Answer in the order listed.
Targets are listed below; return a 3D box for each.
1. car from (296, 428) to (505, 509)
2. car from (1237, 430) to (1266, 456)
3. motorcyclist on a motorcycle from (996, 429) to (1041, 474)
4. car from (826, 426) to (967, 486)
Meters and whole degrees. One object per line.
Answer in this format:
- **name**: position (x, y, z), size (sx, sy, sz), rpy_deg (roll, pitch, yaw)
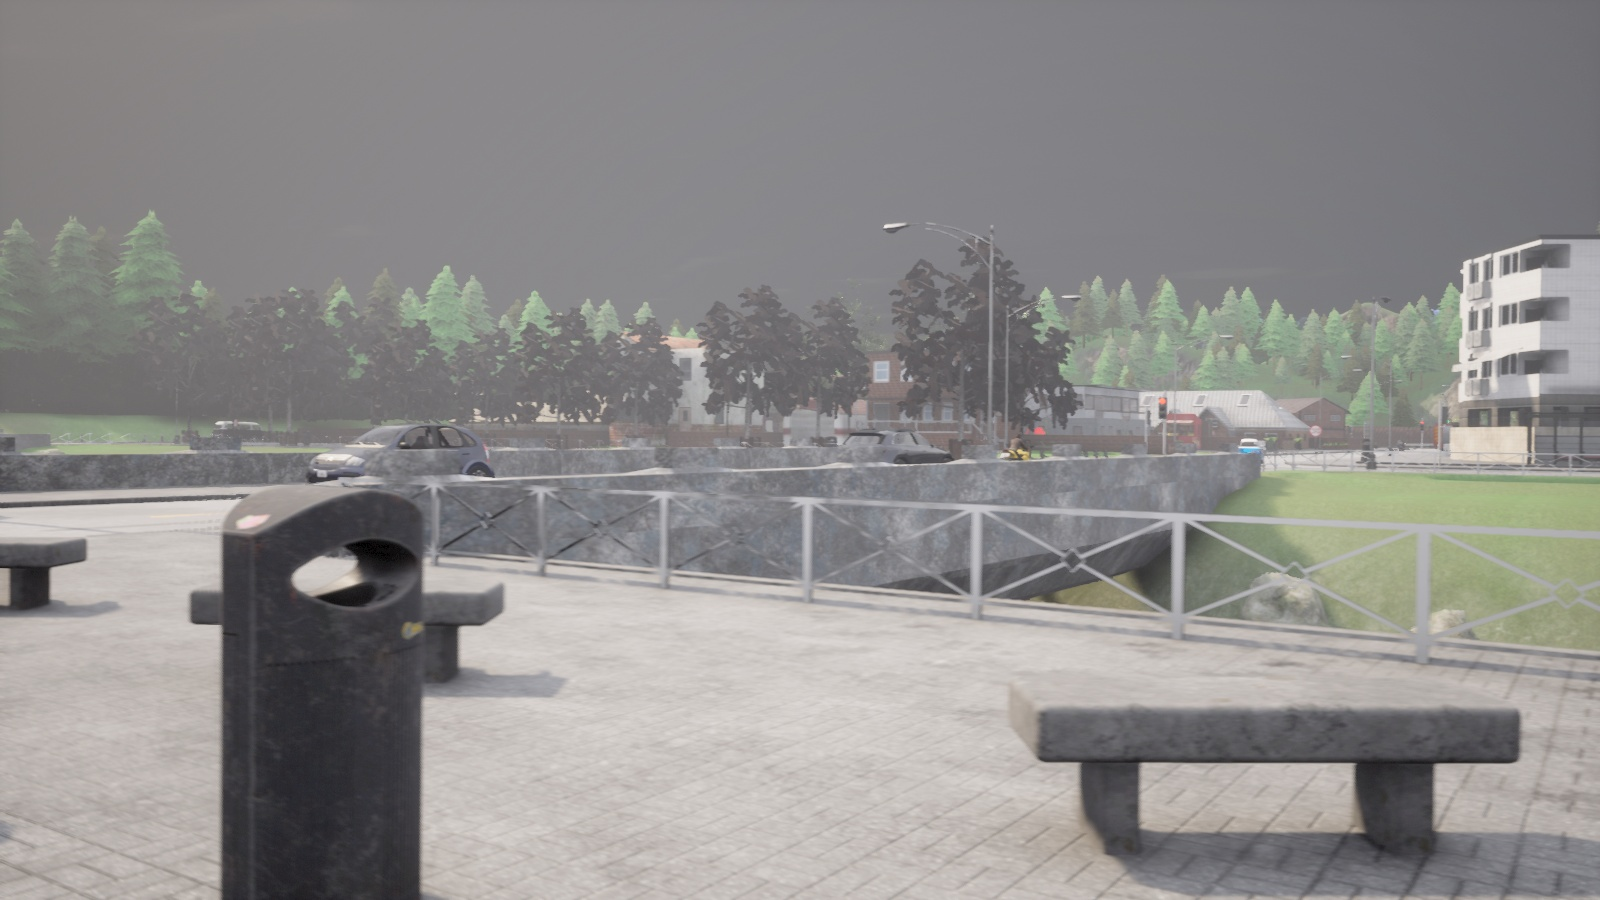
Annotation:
- **car**: position (-8.518, 0.337, 27.083), size (1.851, 1.617, 3.988), rpy_deg (0, 1, 34)
- **car**: position (24.821, -0.382, 69.077), size (1.481, 1.376, 2.207), rpy_deg (-1, 1, 19)
- **motorcyclist on a motorcycle**: position (7.730, 0.038, 44.324), size (0.797, 1.523, 2.044), rpy_deg (0, 1, 34)
- **car**: position (2.920, 0.129, 37.080), size (2.033, 1.649, 4.856), rpy_deg (0, 1, 34)
